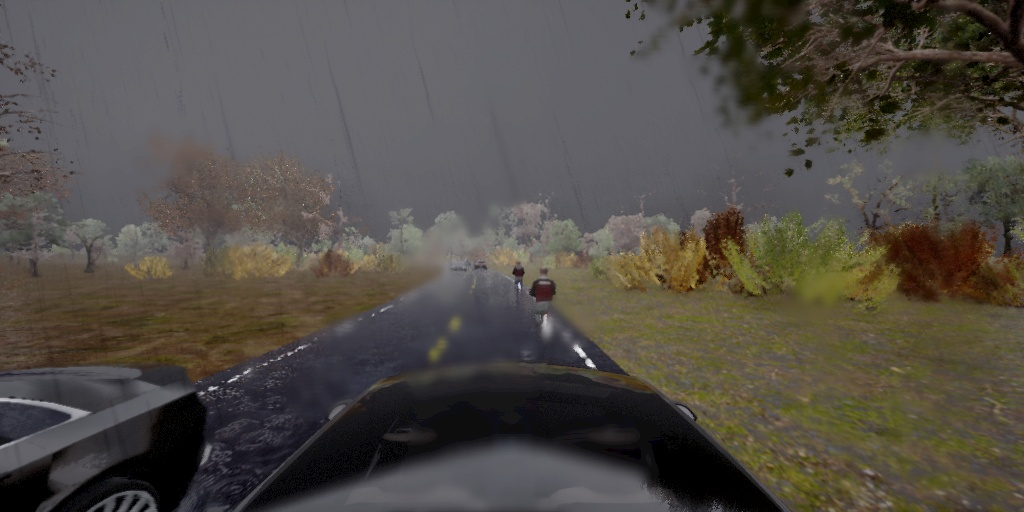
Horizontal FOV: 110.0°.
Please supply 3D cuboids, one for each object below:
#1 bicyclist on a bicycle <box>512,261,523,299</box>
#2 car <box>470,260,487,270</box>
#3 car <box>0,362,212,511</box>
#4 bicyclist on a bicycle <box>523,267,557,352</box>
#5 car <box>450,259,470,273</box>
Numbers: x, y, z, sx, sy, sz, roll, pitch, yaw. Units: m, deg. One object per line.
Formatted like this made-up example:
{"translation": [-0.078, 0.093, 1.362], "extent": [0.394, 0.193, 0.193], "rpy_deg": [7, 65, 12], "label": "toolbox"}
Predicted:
{"translation": [0.312, 1.125, 17.067], "extent": [0.659, 1.776, 1.843], "rpy_deg": [0, 0, -3], "label": "bicyclist on a bicycle"}
{"translation": [-4.865, 1.274, 53.419], "extent": [1.837, 1.490, 4.892], "rpy_deg": [0, 0, -10], "label": "car"}
{"translation": [-3.145, 1.241, 0.577], "extent": [2.128, 1.511, 4.902], "rpy_deg": [0, 0, 0], "label": "car"}
{"translation": [0.692, 1.122, 8.004], "extent": [0.659, 1.776, 1.843], "rpy_deg": [0, 0, -2], "label": "bicyclist on a bicycle"}
{"translation": [-6.450, 1.272, 43.748], "extent": [1.837, 1.490, 4.892], "rpy_deg": [0, 0, -9], "label": "car"}
